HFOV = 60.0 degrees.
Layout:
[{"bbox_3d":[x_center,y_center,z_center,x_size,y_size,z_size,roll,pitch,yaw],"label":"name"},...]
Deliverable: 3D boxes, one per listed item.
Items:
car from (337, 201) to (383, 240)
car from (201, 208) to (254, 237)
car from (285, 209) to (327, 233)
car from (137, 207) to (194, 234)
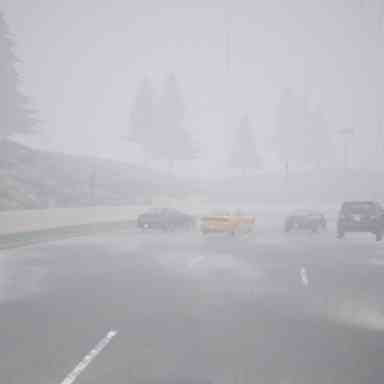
[{"bbox_3d":[9.920,1.517,19.357,2.150,2.045,5.566,0,-1,32],"label":"car"},{"bbox_3d":[2.256,1.722,20.035,1.882,1.535,5.008,0,-1,28],"label":"car"},{"bbox_3d":[7.539,1.832,21.936,1.812,1.442,4.674,0,-1,33],"label":"car"},{"bbox_3d":[-1.500,1.716,20.874,2.128,1.511,4.902,0,-1,26],"label":"car"}]
